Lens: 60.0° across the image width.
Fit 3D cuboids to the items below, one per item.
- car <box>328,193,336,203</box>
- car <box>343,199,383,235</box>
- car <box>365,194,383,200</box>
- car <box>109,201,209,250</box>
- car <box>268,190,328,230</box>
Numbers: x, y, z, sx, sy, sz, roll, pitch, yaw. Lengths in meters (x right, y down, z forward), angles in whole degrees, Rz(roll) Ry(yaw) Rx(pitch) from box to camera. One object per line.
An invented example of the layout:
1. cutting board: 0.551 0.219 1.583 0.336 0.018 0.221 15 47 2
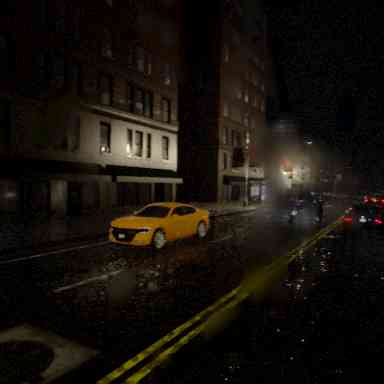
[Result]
1. car: 20.617 0.839 50.559 1.895 1.301 4.718 2 1 30
2. car: 9.133 1.341 17.513 2.033 1.411 5.357 2 1 30
3. car: 20.309 0.956 36.836 2.097 1.767 4.553 2 1 30
4. car: -1.087 1.167 13.214 1.882 1.535 5.008 2 1 30
5. car: 6.144 0.923 19.217 2.150 2.045 5.566 2 1 30
